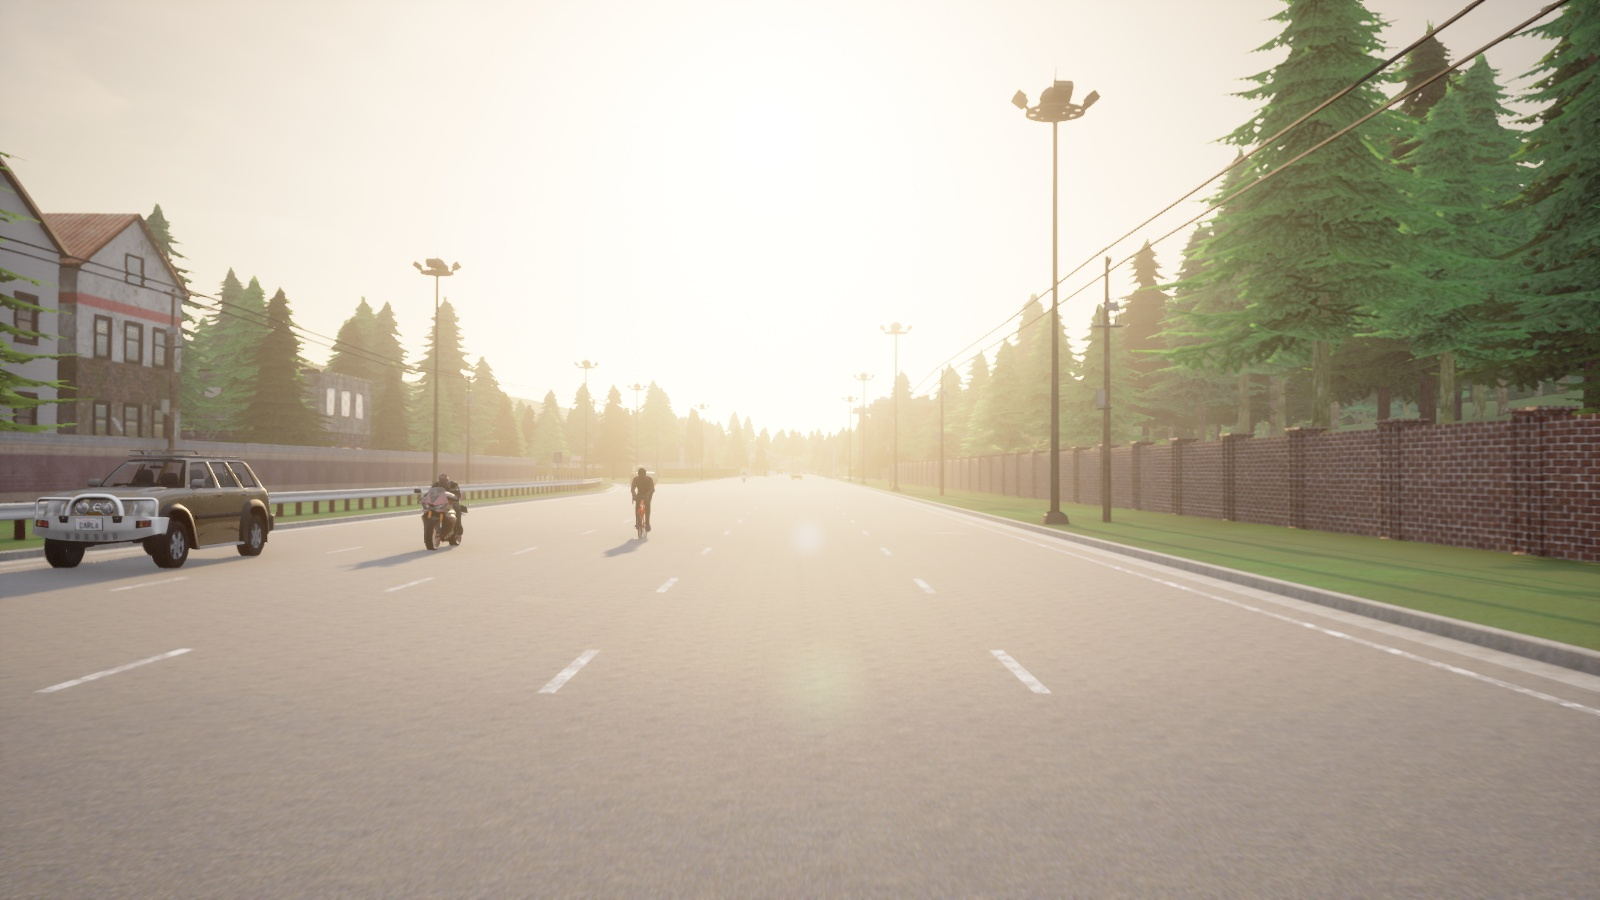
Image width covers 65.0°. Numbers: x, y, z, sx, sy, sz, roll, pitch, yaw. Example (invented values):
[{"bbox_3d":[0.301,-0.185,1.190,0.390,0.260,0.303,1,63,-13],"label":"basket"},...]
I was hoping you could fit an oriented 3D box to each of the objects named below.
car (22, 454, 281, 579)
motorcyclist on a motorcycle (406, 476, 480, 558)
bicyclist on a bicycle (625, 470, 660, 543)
[{"bbox_3d":[-10.551,1.023,20.902,1.932,1.855,4.605,0,-1,0],"label":"car"},{"bbox_3d":[-7.060,1.296,24.950,0.866,1.530,2.191,0,-1,0],"label":"motorcyclist on a motorcycle"},{"bbox_3d":[-3.569,1.260,28.573,0.582,1.620,1.656,0,-1,0],"label":"bicyclist on a bicycle"}]
